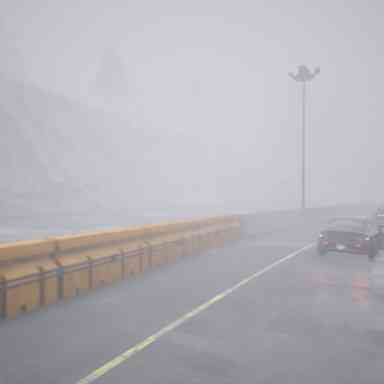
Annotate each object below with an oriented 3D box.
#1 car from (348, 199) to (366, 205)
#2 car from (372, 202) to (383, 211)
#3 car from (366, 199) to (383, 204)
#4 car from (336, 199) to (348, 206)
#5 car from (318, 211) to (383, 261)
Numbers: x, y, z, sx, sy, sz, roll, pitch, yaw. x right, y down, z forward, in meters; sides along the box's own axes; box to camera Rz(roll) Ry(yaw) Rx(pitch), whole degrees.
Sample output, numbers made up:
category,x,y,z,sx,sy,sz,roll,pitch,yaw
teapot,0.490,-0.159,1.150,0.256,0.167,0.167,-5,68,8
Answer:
category,x,y,z,sx,sy,sz,roll,pitch,yaw
car,33.642,2.143,65.622,5.357,1.411,2.033,1,0,-36
car,14.507,1.746,24.174,1.837,1.490,4.892,0,0,40
car,35.435,2.081,62.610,5.008,1.535,1.882,1,0,-36
car,31.844,2.145,68.643,5.357,1.411,2.033,1,0,-36
car,6.201,1.640,12.826,1.812,1.442,4.674,0,0,34
